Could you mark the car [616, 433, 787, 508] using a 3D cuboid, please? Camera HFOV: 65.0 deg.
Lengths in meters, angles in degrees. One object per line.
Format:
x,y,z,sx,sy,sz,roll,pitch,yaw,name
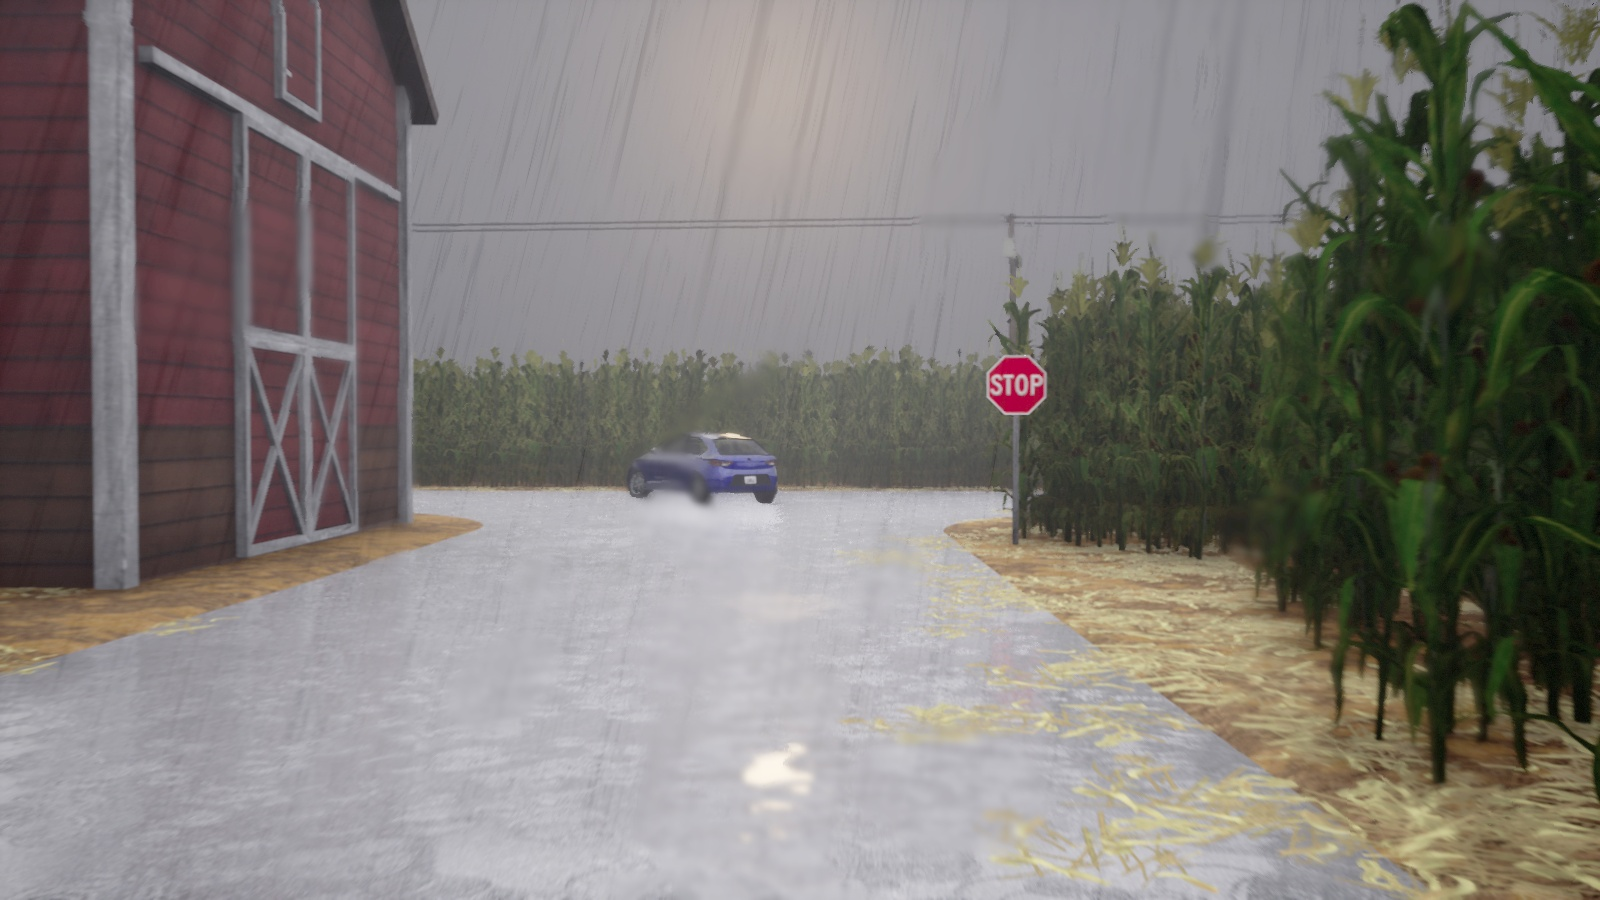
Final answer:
-2.200,0.372,27.011,1.816,1.474,4.193,0,1,-34,car
